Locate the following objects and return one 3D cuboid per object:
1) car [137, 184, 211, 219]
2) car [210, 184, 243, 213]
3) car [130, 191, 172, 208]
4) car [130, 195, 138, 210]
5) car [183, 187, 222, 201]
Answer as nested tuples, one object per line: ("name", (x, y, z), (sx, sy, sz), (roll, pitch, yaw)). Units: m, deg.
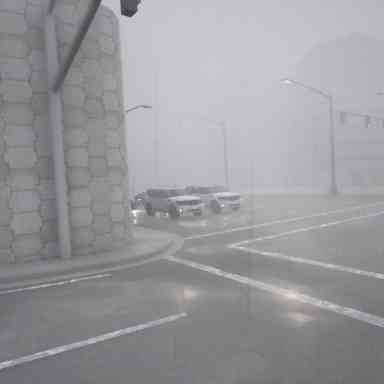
("car", (-1.444, 0.661, 23.630), (2.150, 2.045, 5.566), (-5, 3, -35))
("car", (1.401, 0.425, 25.654), (2.150, 2.045, 5.566), (-5, 3, -35))
("car", (-4.215, 0.692, 33.629), (2.128, 1.511, 4.902), (-5, 3, -35))
("car", (-6.865, 1.001, 31.331), (1.994, 1.385, 4.181), (-5, 3, -35))
("car", (1.150, 0.220, 38.476), (1.837, 1.490, 4.892), (-5, 3, -35))
